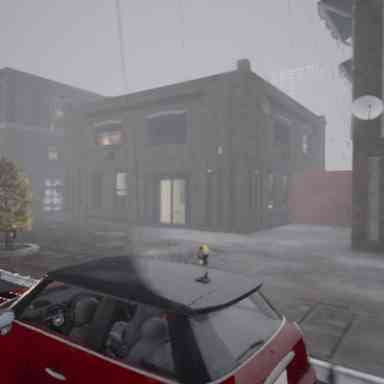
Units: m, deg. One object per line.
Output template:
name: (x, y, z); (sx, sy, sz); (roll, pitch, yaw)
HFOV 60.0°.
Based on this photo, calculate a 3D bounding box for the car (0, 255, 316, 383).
car: (-0.940, 1.434, 3.557); (4.097, 1.590, 1.967); (0, 1, 36)
